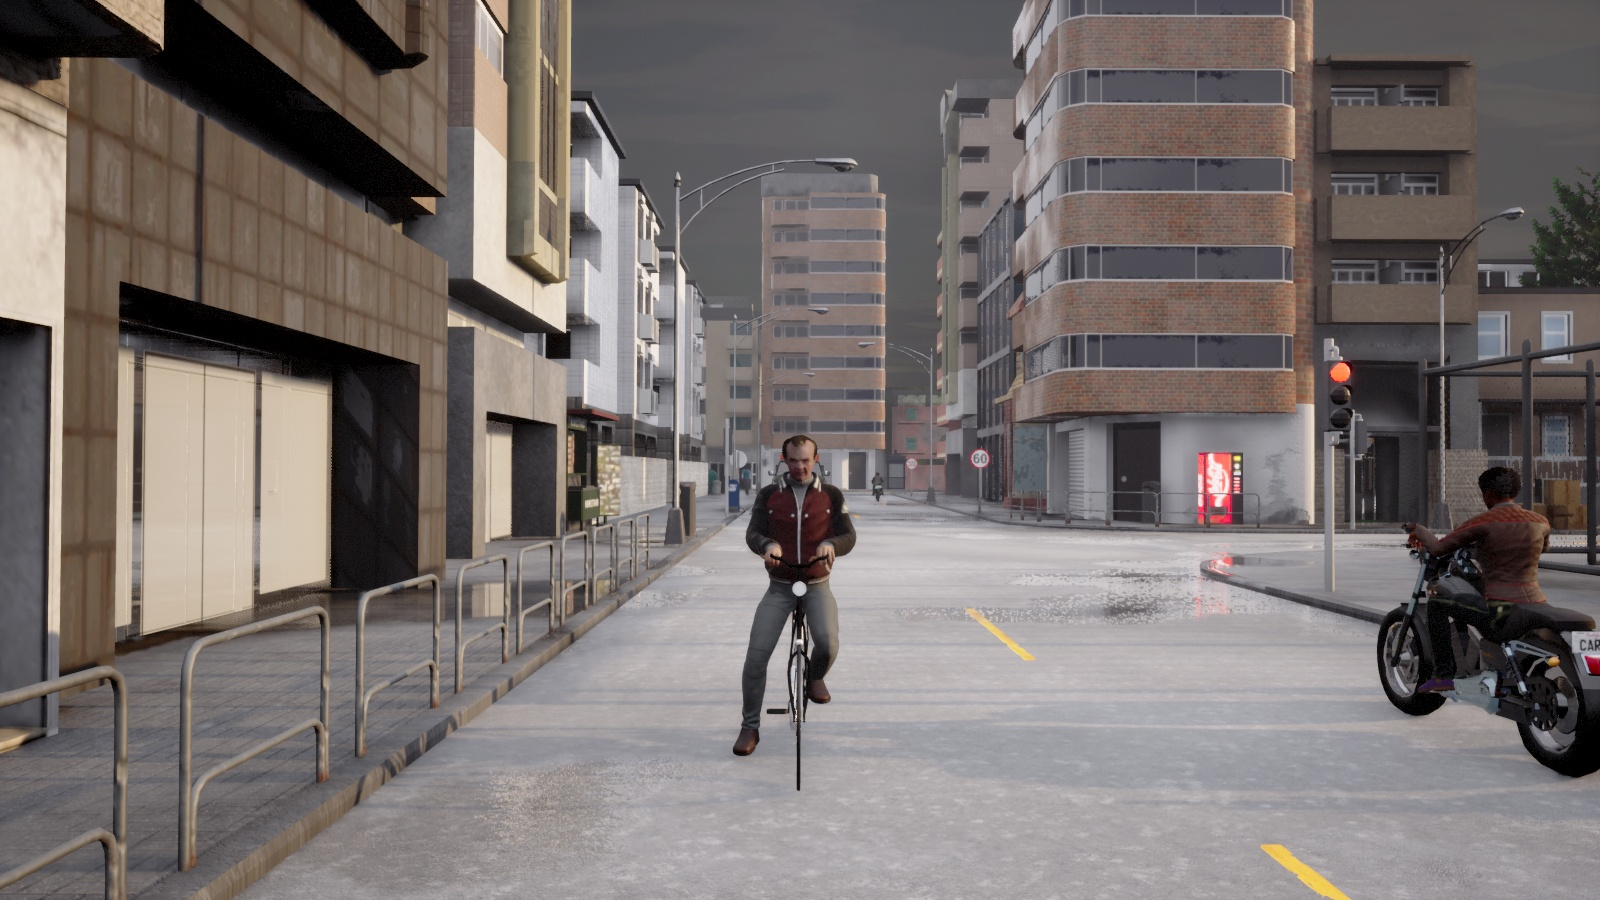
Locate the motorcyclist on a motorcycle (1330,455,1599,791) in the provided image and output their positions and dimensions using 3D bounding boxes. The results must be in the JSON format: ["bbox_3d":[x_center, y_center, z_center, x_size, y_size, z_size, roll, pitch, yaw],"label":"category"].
[{"bbox_3d":[3.999,0.872,7.367,0.766,1.649,2.350,0,-1,0],"label":"motorcyclist on a motorcycle"}]

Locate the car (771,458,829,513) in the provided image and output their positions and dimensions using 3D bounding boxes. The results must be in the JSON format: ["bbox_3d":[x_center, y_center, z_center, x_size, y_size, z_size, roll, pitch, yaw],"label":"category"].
[{"bbox_3d":[-0.029,1.368,49.796,2.150,2.045,5.566,0,-1,-1],"label":"car"}]

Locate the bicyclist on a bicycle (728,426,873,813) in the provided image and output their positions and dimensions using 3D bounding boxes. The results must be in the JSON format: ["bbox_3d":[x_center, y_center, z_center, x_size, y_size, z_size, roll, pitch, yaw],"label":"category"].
[{"bbox_3d":[0.003,0.797,6.703,0.659,1.776,1.843,0,-1,0],"label":"bicyclist on a bicycle"}]

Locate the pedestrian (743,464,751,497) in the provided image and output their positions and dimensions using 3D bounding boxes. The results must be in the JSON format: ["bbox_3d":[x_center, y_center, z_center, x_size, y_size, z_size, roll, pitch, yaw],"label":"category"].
[{"bbox_3d":[-3.070,1.756,72.833,0.396,1.930,0.692,0,-1,1],"label":"pedestrian"}]
